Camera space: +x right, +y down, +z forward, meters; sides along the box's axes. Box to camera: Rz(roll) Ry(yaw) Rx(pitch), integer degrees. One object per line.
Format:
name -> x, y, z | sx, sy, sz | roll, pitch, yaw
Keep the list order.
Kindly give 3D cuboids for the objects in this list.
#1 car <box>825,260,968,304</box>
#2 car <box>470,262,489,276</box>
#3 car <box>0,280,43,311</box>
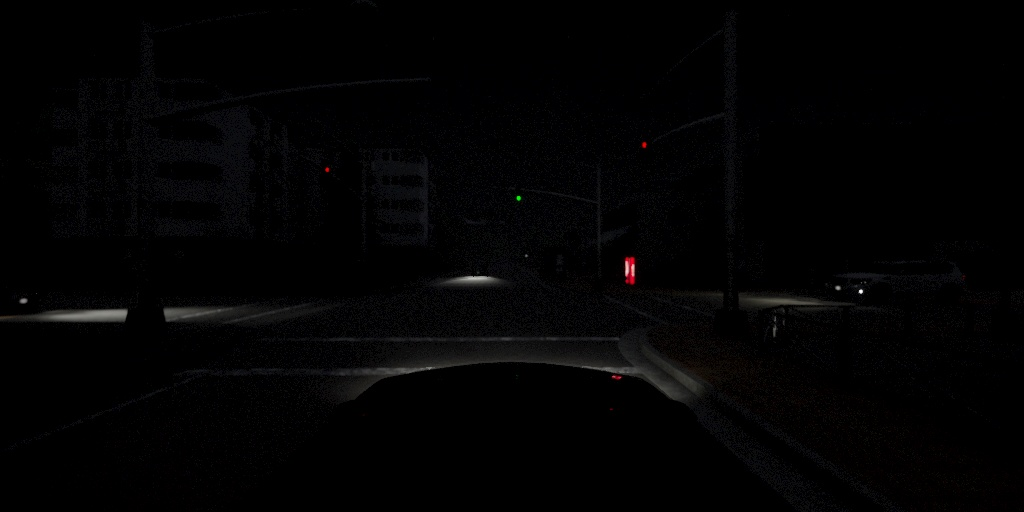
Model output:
car -> 18.959, 1.237, 17.819 | 5.566, 2.045, 2.150 | 0, 0, 0
car -> -3.597, 1.484, 40.425 | 2.128, 1.511, 4.902 | 0, 1, 0
car -> -21.411, 1.487, 13.911 | 4.902, 1.511, 2.128 | 0, 0, 0
